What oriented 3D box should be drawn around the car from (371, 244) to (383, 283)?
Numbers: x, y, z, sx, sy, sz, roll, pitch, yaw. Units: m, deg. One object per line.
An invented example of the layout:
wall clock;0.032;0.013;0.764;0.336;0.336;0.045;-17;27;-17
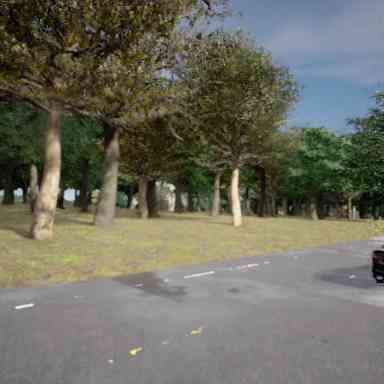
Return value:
car;7.456;2.110;10.735;5.008;1.535;1.882;4;-4;-44
